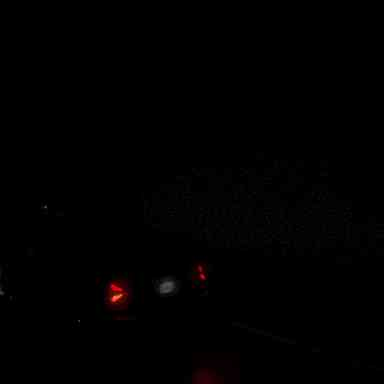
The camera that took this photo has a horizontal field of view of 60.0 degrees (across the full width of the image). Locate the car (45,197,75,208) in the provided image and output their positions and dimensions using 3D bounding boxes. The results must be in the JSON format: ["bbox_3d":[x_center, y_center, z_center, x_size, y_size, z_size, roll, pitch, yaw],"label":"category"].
[{"bbox_3d":[-15.584,1.519,40.030,1.812,1.442,4.674,0,0,-2],"label":"car"}]

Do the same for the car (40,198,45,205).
[{"bbox_3d":[-22.272,1.537,51.428,1.994,1.385,4.181,0,0,6],"label":"car"}]

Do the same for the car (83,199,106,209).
[{"bbox_3d":[-12.069,1.589,41.301,1.994,1.385,4.181,0,0,-1],"label":"car"}]

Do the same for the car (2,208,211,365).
[{"bbox_3d":[-1.841,1.358,6.211,2.097,1.767,4.553,1,0,-45],"label":"car"}]
